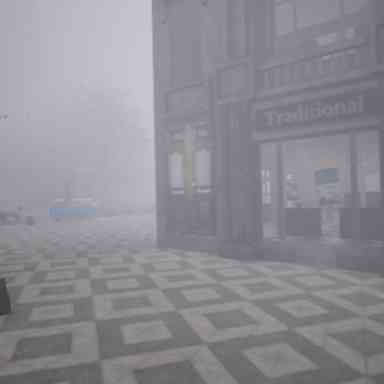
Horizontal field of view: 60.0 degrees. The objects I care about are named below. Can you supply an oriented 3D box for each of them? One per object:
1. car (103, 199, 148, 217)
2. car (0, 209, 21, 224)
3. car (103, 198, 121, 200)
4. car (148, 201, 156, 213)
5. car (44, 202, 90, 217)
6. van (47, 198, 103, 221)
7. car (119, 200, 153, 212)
[{"bbox_3d":[-6.680,1.683,32.154,1.947,1.339,4.313,-2,-1,35],"label":"car"},{"bbox_3d":[-15.345,1.721,24.704,2.128,1.511,4.902,-2,-1,35],"label":"car"},{"bbox_3d":[-10.717,1.660,41.211,2.192,1.841,5.009,-2,-1,35],"label":"car"},{"bbox_3d":[-3.553,1.647,36.572,1.887,1.381,4.507,-2,-1,35],"label":"car"},{"bbox_3d":[-13.768,1.905,36.891,1.887,1.381,4.507,-2,-1,35],"label":"car"},{"bbox_3d":[-9.813,1.474,27.740,1.690,1.788,3.998,-2,-1,35],"label":"van"},{"bbox_3d":[-7.655,1.882,45.524,2.008,1.369,4.403,-2,-1,35],"label":"car"}]
